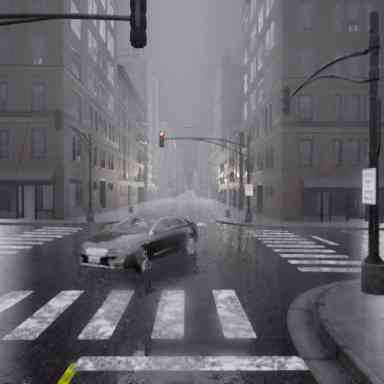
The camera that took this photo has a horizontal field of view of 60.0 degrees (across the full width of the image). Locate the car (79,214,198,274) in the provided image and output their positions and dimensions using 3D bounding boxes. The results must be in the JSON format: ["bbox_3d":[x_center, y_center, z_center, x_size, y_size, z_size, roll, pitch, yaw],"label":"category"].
[{"bbox_3d":[-1.482,1.492,10.882,2.128,1.511,4.902,-1,0,26],"label":"car"}]
